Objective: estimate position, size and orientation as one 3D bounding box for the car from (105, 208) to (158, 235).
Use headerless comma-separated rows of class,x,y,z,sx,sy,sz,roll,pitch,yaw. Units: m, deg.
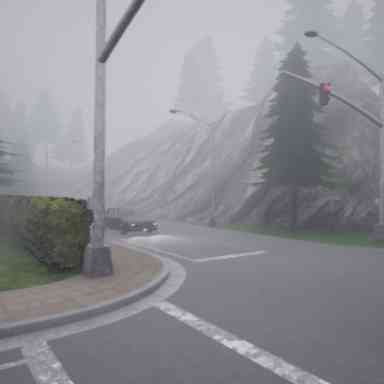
car,-4.079,1.657,20.054,2.033,1.411,5.357,1,-1,-36
